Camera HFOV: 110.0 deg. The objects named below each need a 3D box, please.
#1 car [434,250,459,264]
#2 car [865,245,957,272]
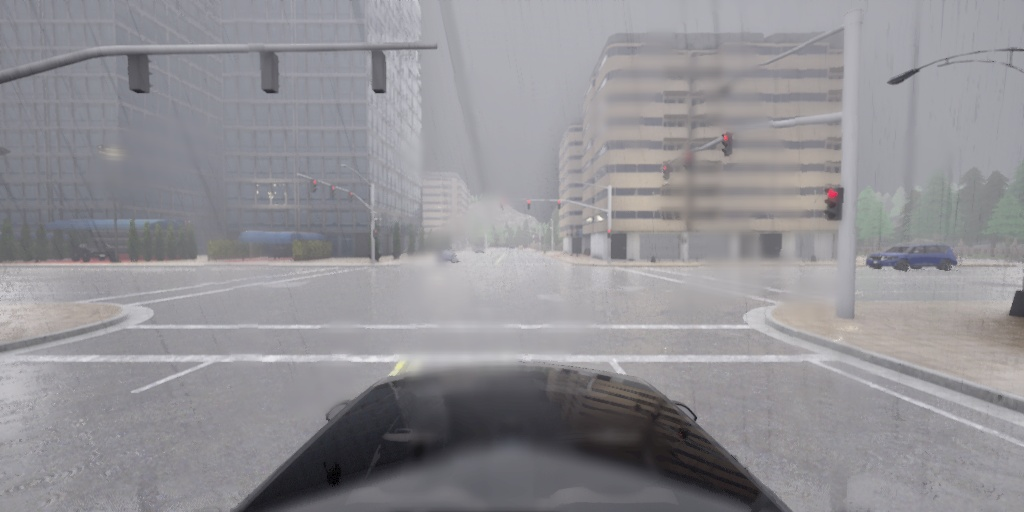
[{"bbox_3d":[-6.966,0.144,38.815,1.812,1.442,4.674,0,3,0],"label":"car"},{"bbox_3d":[31.132,0.130,28.033,5.566,2.045,2.150,0,2,0],"label":"car"}]
